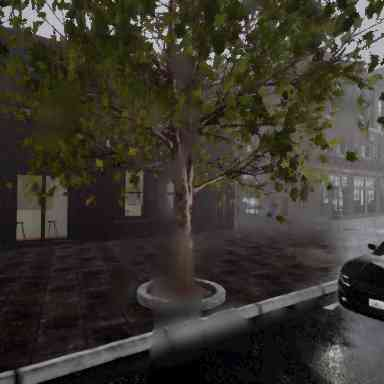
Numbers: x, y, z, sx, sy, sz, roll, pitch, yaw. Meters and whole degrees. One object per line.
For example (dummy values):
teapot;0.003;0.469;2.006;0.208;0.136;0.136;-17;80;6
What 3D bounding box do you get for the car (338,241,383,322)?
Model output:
car;4.887;1.479;6.644;5.008;1.535;1.882;0;0;-36
